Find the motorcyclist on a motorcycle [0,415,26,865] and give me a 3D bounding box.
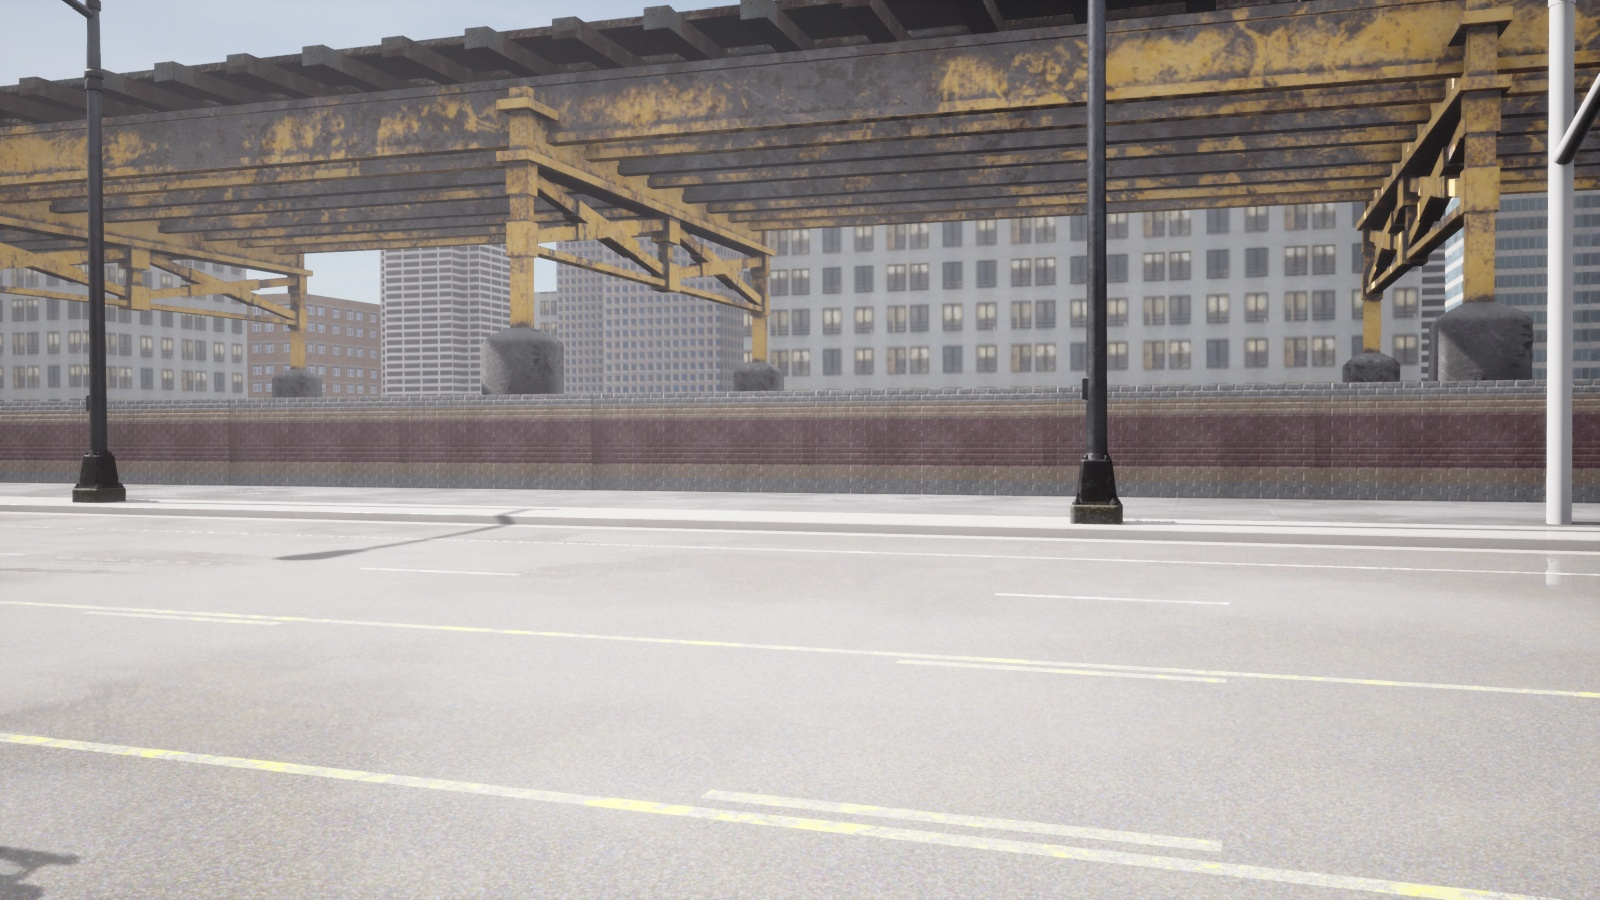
[{"bbox_3d":[-4.126,0.686,4.719,2.350,1.649,0.766,1,1,20],"label":"motorcyclist on a motorcycle"}]
